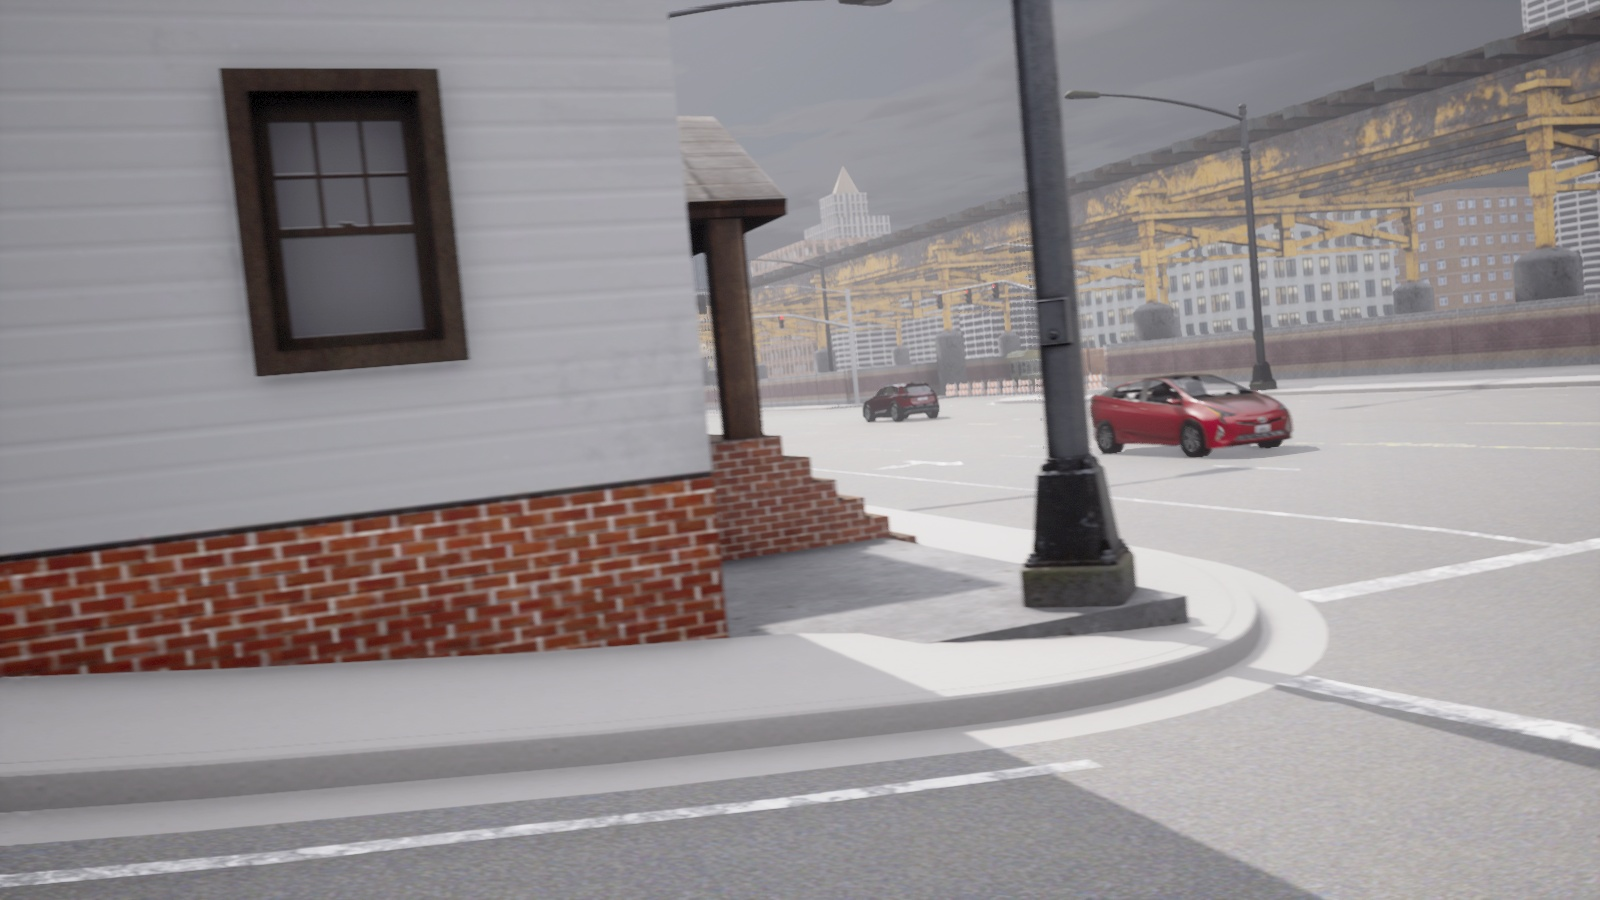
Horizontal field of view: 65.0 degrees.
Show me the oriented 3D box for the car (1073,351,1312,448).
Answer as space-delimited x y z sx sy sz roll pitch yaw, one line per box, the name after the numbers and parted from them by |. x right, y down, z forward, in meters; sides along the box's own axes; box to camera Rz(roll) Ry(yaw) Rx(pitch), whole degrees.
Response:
7.512 -0.938 24.553 2.007 1.525 4.514 -8 3 -20 | car

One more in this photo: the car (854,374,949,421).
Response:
4.261 -2.198 53.726 2.033 1.649 4.856 -8 3 -20 | car
